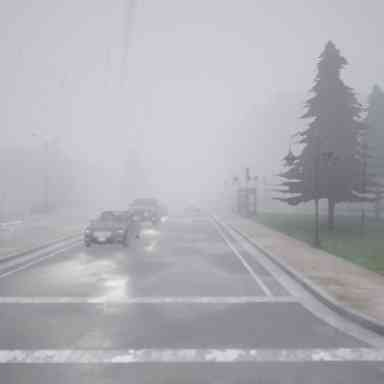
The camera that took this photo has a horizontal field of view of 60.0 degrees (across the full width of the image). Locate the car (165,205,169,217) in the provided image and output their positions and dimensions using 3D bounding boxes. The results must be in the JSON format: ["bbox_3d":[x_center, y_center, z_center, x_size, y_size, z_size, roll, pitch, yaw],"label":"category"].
[{"bbox_3d":[-3.542,1.879,35.824,1.994,1.385,4.181,0,-1,0],"label":"car"}]

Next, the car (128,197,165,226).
[{"bbox_3d":[-3.594,1.448,25.720,2.150,2.045,5.566,0,-1,0],"label":"car"}]

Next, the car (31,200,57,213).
[{"bbox_3d":[-17.459,1.719,39.193,1.845,1.501,3.633,0,-1,0],"label":"car"}]

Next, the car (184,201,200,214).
[{"bbox_3d":[0.037,1.887,41.088,1.812,1.442,4.674,0,-1,1],"label":"car"}]

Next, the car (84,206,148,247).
[{"bbox_3d":[-3.600,1.631,15.746,2.128,1.511,4.902,0,-1,0],"label":"car"}]
